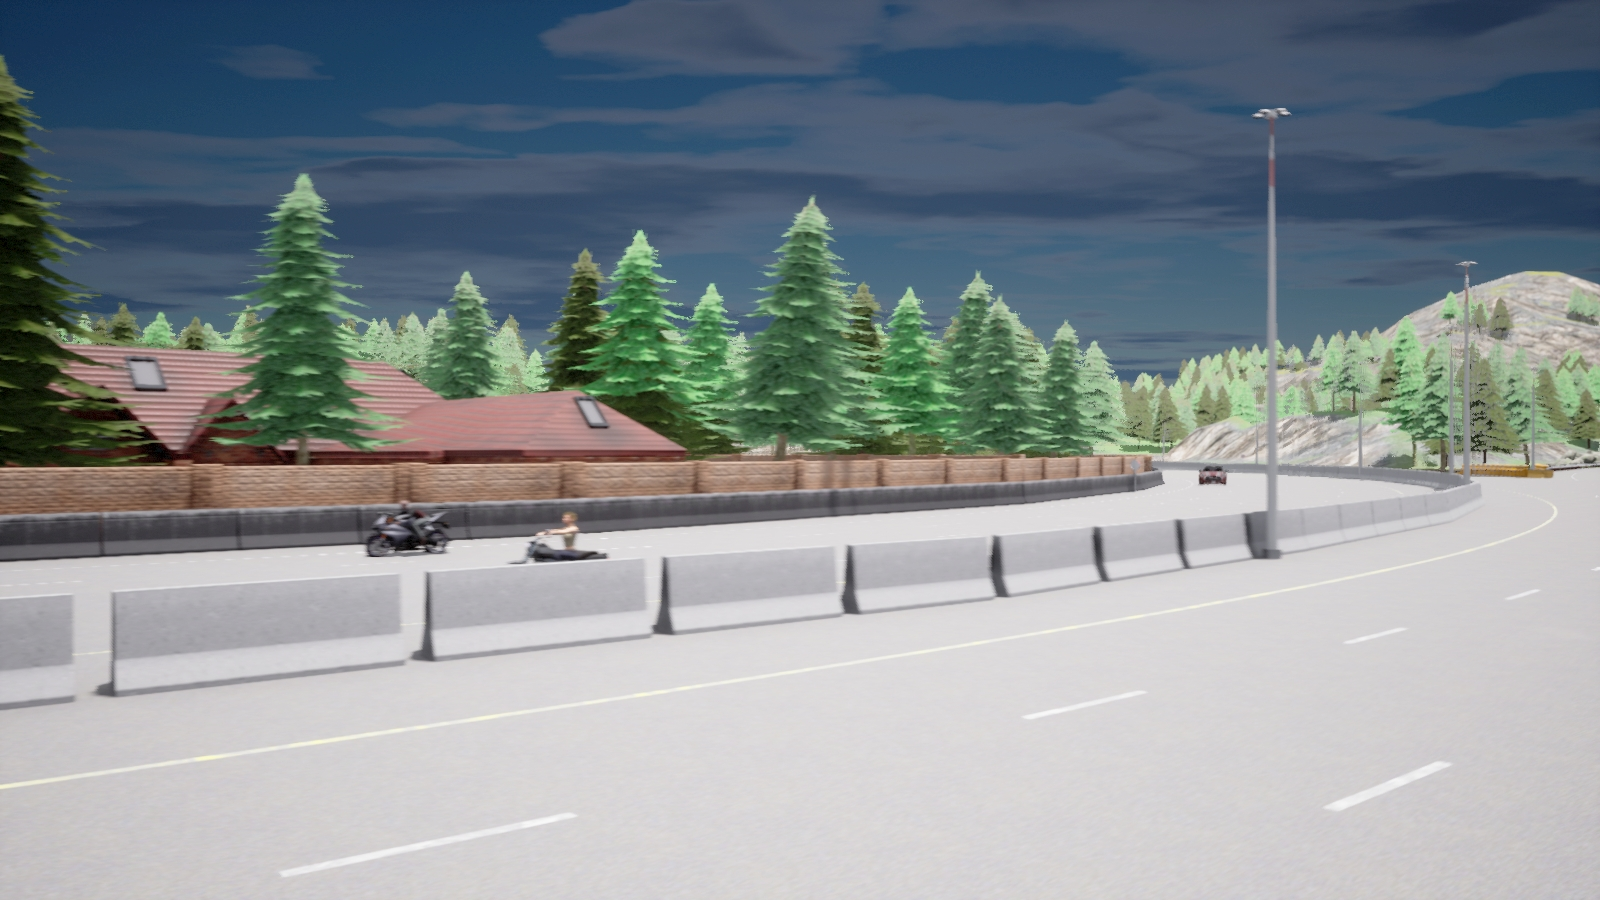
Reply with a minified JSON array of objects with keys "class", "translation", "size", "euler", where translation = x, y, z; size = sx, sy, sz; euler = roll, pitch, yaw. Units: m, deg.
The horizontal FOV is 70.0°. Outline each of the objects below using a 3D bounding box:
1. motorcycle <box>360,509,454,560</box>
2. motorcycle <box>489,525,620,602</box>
[{"class":"motorcycle","translation":[-10.533,2.246,30.678],"size":[2.209,1.251,0.867],"euler":[0,-1,-39]},{"class":"motorcycle","translation":[-4.763,2.174,22.240],"size":[2.356,1.325,0.764],"euler":[0,-2,-34]}]
